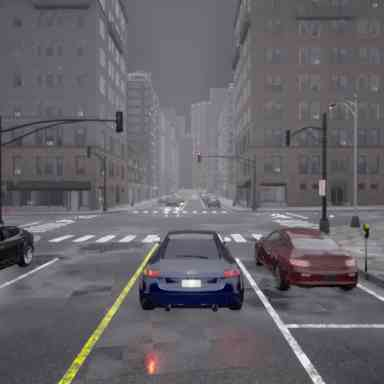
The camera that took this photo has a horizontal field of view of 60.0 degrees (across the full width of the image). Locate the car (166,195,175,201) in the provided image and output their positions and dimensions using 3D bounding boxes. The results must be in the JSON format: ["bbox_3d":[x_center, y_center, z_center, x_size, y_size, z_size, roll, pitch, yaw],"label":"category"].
[{"bbox_3d":[-5.203,1.347,79.322,1.802,1.307,4.206,0,0,0],"label":"car"}]

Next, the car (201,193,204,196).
[{"bbox_3d":[3.227,1.423,68.138,1.802,1.307,4.206,0,0,0],"label":"car"}]

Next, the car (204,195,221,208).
[{"bbox_3d":[3.034,1.507,45.929,1.802,1.307,4.206,0,0,0],"label":"car"}]

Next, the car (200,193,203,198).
[{"bbox_3d":[3.274,1.387,73.694,1.802,1.307,4.206,0,0,0],"label":"car"}]

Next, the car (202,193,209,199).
[{"bbox_3d":[3.816,1.142,93.078,1.882,1.535,5.008,0,0,0],"label":"car"}]

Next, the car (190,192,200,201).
[{"bbox_3d":[0.516,1.317,74.368,1.812,1.442,4.674,0,0,0],"label":"car"}]

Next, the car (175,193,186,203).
[{"bbox_3d":[-2.601,1.382,65.110,1.812,1.442,4.674,0,0,1],"label":"car"}]

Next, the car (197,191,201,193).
[{"bbox_3d":[0.601,1.086,84.368,2.128,1.511,4.902,0,0,0],"label":"car"}]

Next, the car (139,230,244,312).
[{"bbox_3d":[0.002,1.562,7.799,1.994,1.385,4.181,0,0,0],"label":"car"}]

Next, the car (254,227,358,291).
[{"bbox_3d":[2.759,1.580,8.720,1.802,1.307,4.206,0,0,0],"label":"car"}]

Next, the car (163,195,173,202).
[{"bbox_3d":[-5.251,1.356,73.770,2.008,1.369,4.403,0,0,0],"label":"car"}]

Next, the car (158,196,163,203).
[{"bbox_3d":[-5.349,1.451,62.664,1.802,1.307,4.206,0,0,0],"label":"car"}]

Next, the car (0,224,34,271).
[{"bbox_3d":[-5.766,1.564,8.722,1.947,1.339,4.313,0,0,0],"label":"car"}]

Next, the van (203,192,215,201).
[{"bbox_3d":[3.081,1.249,51.480,1.690,1.788,3.998,0,0,0],"label":"van"}]

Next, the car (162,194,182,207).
[{"bbox_3d":[-2.801,1.421,48.319,1.837,1.490,4.892,0,0,1],"label":"car"}]
